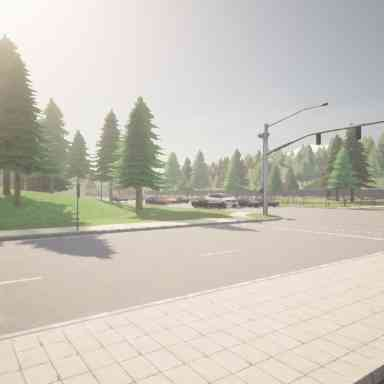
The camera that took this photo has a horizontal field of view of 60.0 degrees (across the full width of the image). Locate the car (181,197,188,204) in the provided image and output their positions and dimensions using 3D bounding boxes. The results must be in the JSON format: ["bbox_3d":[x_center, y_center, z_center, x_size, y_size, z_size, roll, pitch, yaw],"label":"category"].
[{"bbox_3d":[-2.263,1.601,62.559,1.895,1.301,4.718,0,0,-35],"label":"car"}]

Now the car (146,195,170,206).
[{"bbox_3d":[-6.096,1.503,55.801,1.837,1.490,4.892,0,0,-35],"label":"car"}]

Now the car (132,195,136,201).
[{"bbox_3d":[-13.034,1.329,71.903,1.882,1.535,5.008,0,0,-35],"label":"car"}]

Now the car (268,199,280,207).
[{"bbox_3d":[10.636,1.547,50.265,2.033,1.411,5.357,0,0,-35],"label":"car"}]

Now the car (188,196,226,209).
[{"bbox_3d":[1.965,1.601,44.329,1.895,1.301,4.718,0,0,-35],"label":"car"}]

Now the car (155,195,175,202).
[{"bbox_3d":[-5.980,1.450,74.043,2.033,1.411,5.357,0,0,-35],"label":"car"}]

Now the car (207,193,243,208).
[{"bbox_3d":[4.151,1.222,47.319,2.150,2.045,5.566,0,0,-34],"label":"car"}]

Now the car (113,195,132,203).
[{"bbox_3d":[-14.945,1.430,68.538,2.033,1.411,5.357,0,0,-35],"label":"car"}]

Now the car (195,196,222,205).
[{"bbox_3d":[2.938,1.547,61.234,2.033,1.411,5.357,0,0,-35],"label":"car"}]

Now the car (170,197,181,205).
[{"bbox_3d":[-4.539,1.478,59.686,1.882,1.535,5.008,0,1,-35],"label":"car"}]

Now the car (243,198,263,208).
[{"bbox_3d":[7.710,1.547,48.335,2.033,1.411,5.357,0,0,-35],"label":"car"}]
